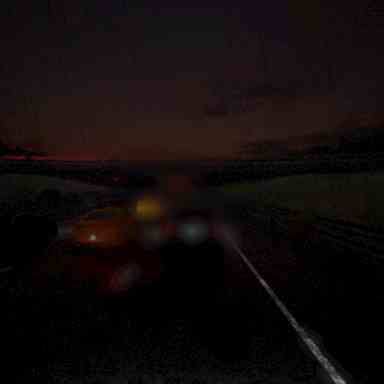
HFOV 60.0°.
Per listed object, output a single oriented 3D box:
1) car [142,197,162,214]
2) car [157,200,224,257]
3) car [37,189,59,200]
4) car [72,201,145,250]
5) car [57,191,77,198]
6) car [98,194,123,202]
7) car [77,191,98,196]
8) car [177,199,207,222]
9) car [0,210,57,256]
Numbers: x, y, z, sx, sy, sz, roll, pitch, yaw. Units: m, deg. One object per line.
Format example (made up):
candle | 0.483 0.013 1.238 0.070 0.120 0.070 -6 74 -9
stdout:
car | -3.444 1.204 29.062 1.882 1.535 5.008 0 1 1
car | 0.043 1.295 12.869 2.097 1.767 4.553 0 1 1
car | -24.529 0.545 57.222 2.150 2.045 5.566 0 1 1
car | -3.445 1.407 14.125 1.882 1.535 5.008 0 1 1
car | -21.037 0.886 57.324 1.994 1.385 4.181 0 1 1
car | -6.944 1.203 29.117 1.882 1.535 5.008 0 1 1
car | -17.542 0.673 57.391 2.097 1.767 4.553 0 1 1
car | 0.021 1.322 25.716 2.033 1.411 5.357 0 1 0
car | -6.957 1.435 12.941 2.128 1.511 4.902 0 1 1
